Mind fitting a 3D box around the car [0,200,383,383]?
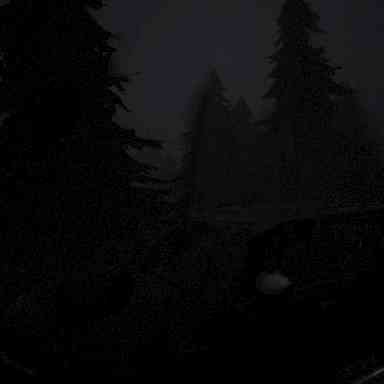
[{"bbox_3d":[0.769,1.168,3.879,5.566,2.045,2.150,-1,1,-31],"label":"car"}]
